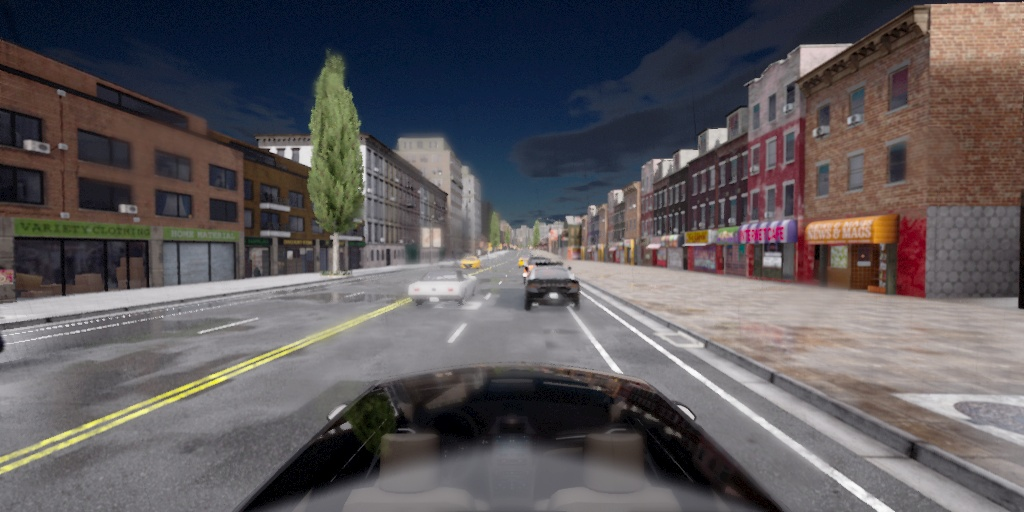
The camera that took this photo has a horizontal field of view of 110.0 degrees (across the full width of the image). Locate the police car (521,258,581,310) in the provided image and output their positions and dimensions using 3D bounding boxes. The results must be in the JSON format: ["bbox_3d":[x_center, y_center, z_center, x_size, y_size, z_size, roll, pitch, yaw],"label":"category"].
[{"bbox_3d":[1.445,1.040,13.967,1.930,1.638,5.238,0,1,2],"label":"police car"}]

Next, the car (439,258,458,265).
[{"bbox_3d":[-8.078,0.965,46.384,1.895,1.301,4.718,0,0,2],"label":"car"}]

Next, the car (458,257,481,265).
[{"bbox_3d":[-4.925,0.850,43.864,1.882,1.535,5.008,0,0,2],"label":"car"}]

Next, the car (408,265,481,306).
[{"bbox_3d":[-2.647,1.212,14.880,1.895,1.301,4.718,0,1,2],"label":"car"}]

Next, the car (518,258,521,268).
[{"bbox_3d":[1.898,0.818,49.183,1.882,1.535,5.008,0,0,2],"label":"car"}]

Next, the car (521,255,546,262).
[{"bbox_3d":[1.841,0.862,23.819,2.097,1.767,4.553,0,1,2],"label":"car"}]

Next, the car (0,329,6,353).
[{"bbox_3d":[-9.785,1.090,4.086,2.097,1.767,4.553,0,1,2],"label":"car"}]

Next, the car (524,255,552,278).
[{"bbox_3d":[2.082,0.808,29.815,2.097,1.767,4.553,0,1,2],"label":"car"}]
